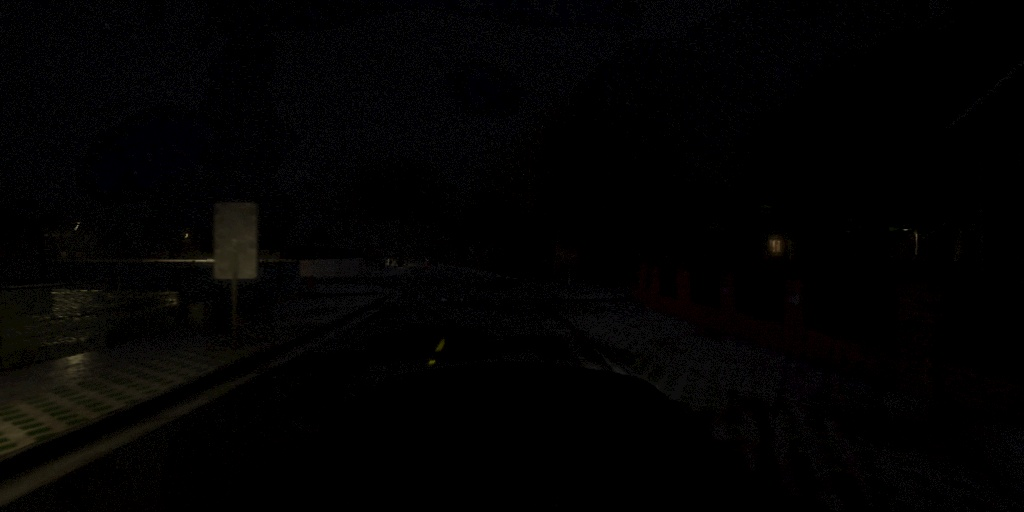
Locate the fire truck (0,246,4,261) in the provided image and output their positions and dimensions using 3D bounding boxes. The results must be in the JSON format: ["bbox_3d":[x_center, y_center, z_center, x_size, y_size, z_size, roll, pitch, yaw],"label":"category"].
[{"bbox_3d":[-45.286,-0.127,27.189,8.468,3.827,2.891,0,-1,-11],"label":"fire truck"}]
